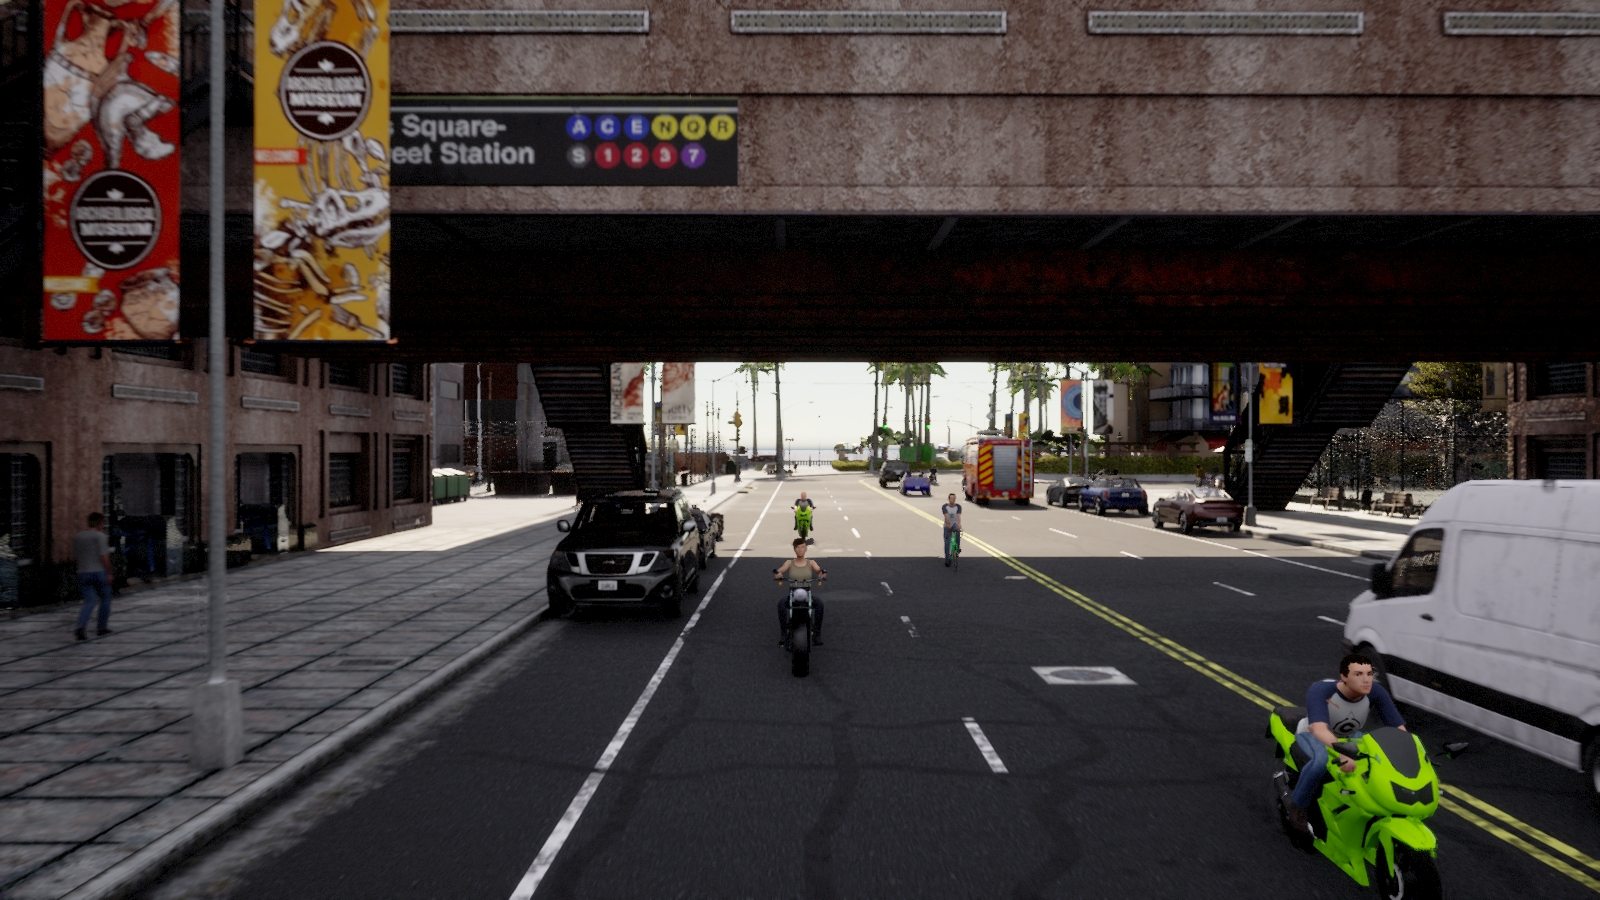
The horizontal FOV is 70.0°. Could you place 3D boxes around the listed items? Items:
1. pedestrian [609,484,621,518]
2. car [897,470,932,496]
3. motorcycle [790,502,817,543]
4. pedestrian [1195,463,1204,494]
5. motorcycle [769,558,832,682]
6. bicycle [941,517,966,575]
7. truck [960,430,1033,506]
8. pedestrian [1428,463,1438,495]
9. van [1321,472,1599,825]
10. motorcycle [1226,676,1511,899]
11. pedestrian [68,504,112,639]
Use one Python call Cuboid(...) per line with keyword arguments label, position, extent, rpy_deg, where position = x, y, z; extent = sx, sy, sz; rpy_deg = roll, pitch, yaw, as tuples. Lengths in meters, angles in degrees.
Cuboid(label="pedestrian", position=(-7.136, 1.976, 44.177), extent=(0.375, 1.300, 0.375), rpy_deg=(0, 0, 6))
Cuboid(label="car", position=(7.152, 2.038, 71.491), extent=(1.845, 1.501, 3.633), rpy_deg=(0, 0, 0))
Cuboid(label="motorcycle", position=(0.110, 2.213, 35.071), extent=(0.803, 1.145, 2.033), rpy_deg=(0, 0, 0))
Cuboid(label="pedestrian", position=(24.166, 1.696, 69.060), extent=(0.375, 1.860, 0.375), rpy_deg=(0, 0, -18))
Cuboid(label="motorcycle", position=(0.002, 2.170, 15.003), extent=(0.764, 1.277, 2.356), rpy_deg=(0, 0, 0))
Cuboid(label="bicycle", position=(3.538, 2.206, 26.473), extent=(0.373, 1.196, 1.643), rpy_deg=(0, 0, 0))
Cuboid(label="truck", position=(10.513, 0.890, 61.864), extent=(2.891, 3.827, 8.468), rpy_deg=(0, 0, 3))
Cuboid(label="pedestrian", position=(37.469, 1.699, 67.613), extent=(0.375, 1.860, 0.375), rpy_deg=(0, 0, 0))
Cuboid(label="van", position=(6.996, 1.534, 10.198), extent=(1.988, 2.561, 5.915), rpy_deg=(0, 0, 0))
Cuboid(label="motorcycle", position=(3.499, 2.213, 7.285), extent=(0.803, 1.145, 2.033), rpy_deg=(0, 0, 0))
Cuboid(label="pedestrian", position=(-9.961, 1.697, 16.037), extent=(0.375, 1.860, 0.375), rpy_deg=(0, 0, 1))
